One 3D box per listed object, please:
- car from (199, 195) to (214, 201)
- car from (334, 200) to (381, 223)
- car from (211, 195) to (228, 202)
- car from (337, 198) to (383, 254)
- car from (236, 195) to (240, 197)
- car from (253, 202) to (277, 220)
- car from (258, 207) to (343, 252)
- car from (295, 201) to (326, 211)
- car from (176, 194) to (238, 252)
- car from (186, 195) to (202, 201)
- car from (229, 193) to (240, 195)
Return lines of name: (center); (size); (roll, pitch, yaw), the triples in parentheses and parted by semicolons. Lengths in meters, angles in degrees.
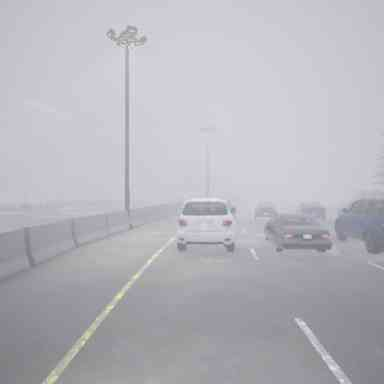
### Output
car: (3.627, 1.539, 82.359); (1.994, 1.385, 4.181); (0, 0, 29)
car: (13.025, 1.496, 26.543); (2.128, 1.511, 4.902); (0, 0, 11)
car: (6.669, 1.532, 80.629); (2.033, 1.411, 5.357); (0, 0, 29)
car: (7.651, 1.258, 13.513); (2.150, 2.045, 5.566); (0, 0, 5)
car: (2.703, 1.366, 28.468); (2.097, 1.767, 4.553); (0, 0, 11)
car: (6.148, 1.533, 27.846); (1.812, 1.442, 4.674); (0, 0, 11)
car: (4.163, 1.564, 13.810); (2.033, 1.411, 5.357); (0, 0, 5)
car: (9.586, 1.485, 27.195); (1.882, 1.535, 5.008); (0, 0, 11)
car: (0.682, 1.258, 14.167); (2.150, 2.045, 5.566); (0, 0, 5)
car: (0.584, 1.459, 84.088); (1.882, 1.535, 5.008); (0, 0, 29)
car: (9.698, 1.223, 78.873); (2.150, 2.045, 5.566); (0, 0, 29)
